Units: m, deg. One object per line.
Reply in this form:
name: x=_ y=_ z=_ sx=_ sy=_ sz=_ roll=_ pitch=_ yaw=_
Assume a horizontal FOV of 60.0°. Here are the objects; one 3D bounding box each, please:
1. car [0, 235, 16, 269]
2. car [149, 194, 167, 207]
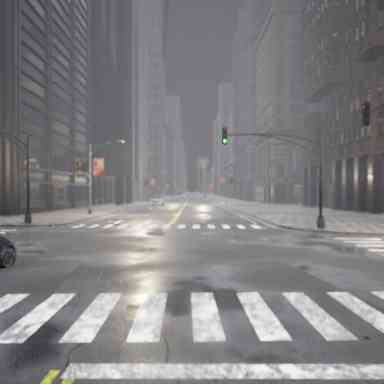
car: x=-6.473 y=1.643 z=8.678 sx=1.994 sy=1.385 sz=4.181 roll=0 pitch=0 yaw=0
car: x=-6.321 y=1.579 z=59.842 sx=2.150 sy=2.045 sz=5.566 roll=0 pitch=0 yaw=0
